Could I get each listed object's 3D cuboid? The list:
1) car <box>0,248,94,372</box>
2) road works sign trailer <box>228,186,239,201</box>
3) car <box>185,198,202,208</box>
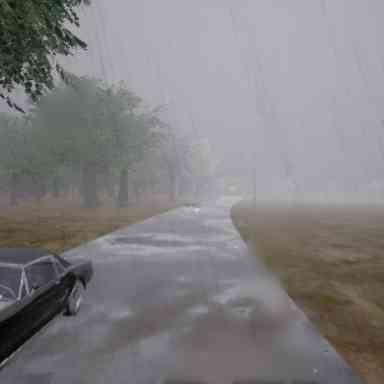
[{"bbox_3d":[-3.024,1.599,4.760,1.895,1.301,4.718,0,0,1],"label":"car"},{"bbox_3d":[9.915,0.287,80.389,2.380,3.560,2.880,0,0,11],"label":"road works sign trailer"},{"bbox_3d":[0.267,1.499,46.502,2.033,1.411,5.357,0,0,8],"label":"car"}]
